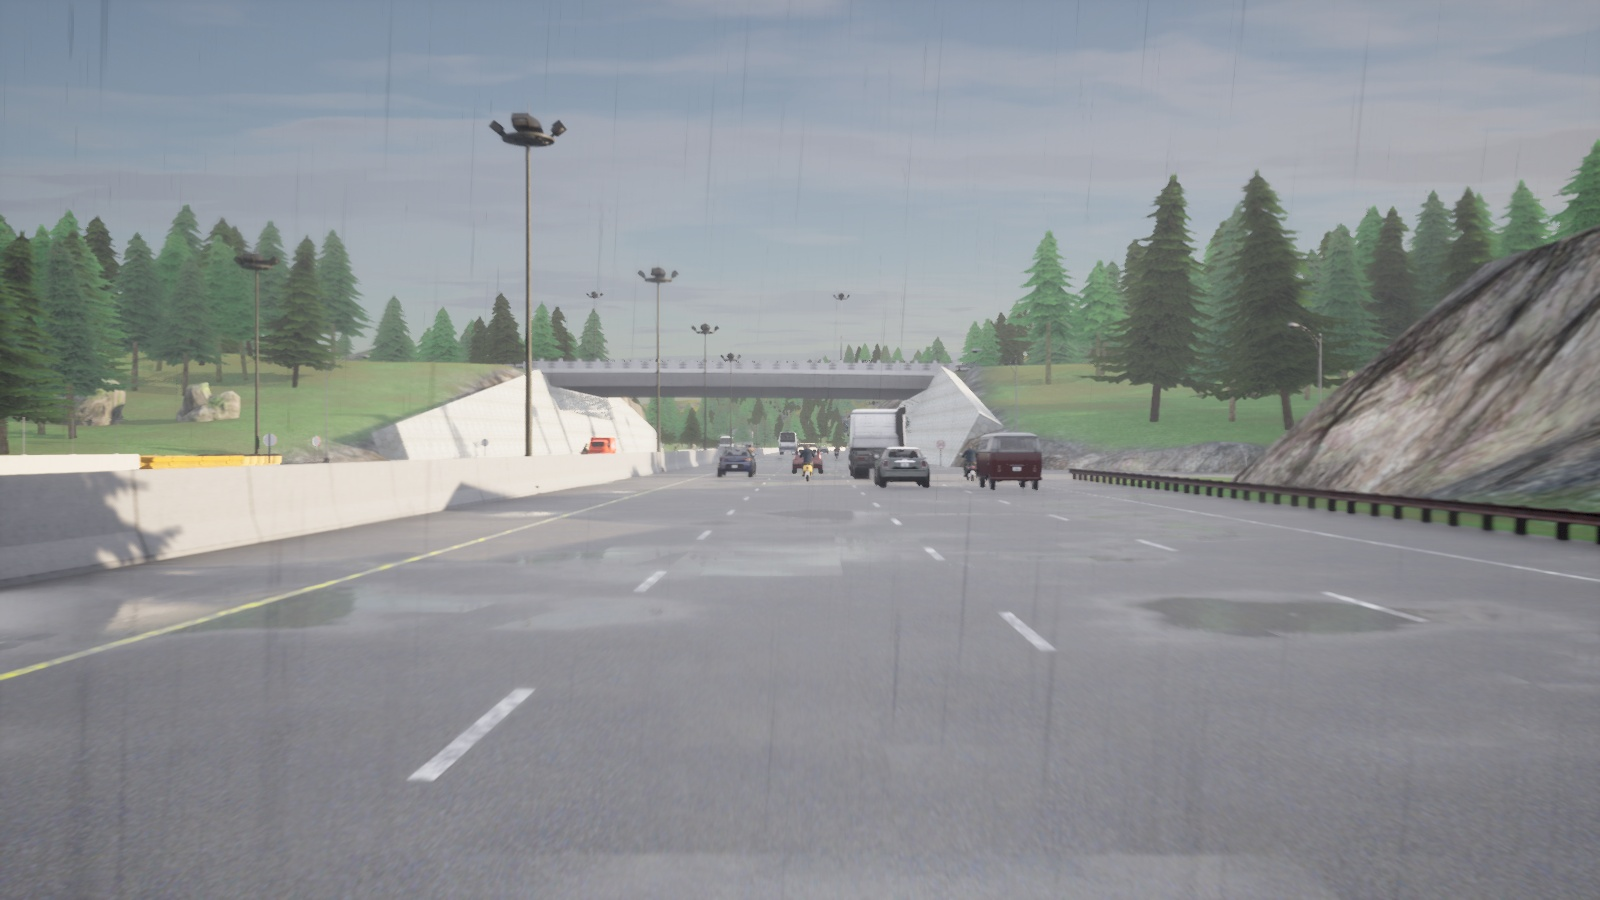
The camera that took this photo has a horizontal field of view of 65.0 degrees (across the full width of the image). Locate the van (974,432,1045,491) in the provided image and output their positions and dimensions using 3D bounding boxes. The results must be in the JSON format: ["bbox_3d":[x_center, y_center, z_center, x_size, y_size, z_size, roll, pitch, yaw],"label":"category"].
[{"bbox_3d":[7.268,0.382,43.884,1.775,1.987,4.442,0,0,0],"label":"van"}]

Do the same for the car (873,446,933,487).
[{"bbox_3d":[3.784,0.586,46.738,1.970,1.475,3.806,0,0,0],"label":"car"}]

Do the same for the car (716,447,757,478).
[{"bbox_3d":[-3.127,0.585,62.322,1.816,1.474,4.193,0,0,0],"label":"car"}]

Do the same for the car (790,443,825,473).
[{"bbox_3d":[0.418,0.451,70.129,1.851,1.617,3.988,0,0,0],"label":"car"}]

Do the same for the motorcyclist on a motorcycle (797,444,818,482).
[{"bbox_3d":[0.326,0.549,54.050,0.866,1.590,1.817,0,2,0],"label":"motorcyclist on a motorcycle"}]

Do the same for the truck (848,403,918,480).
[{"bbox_3d":[3.861,-0.398,60.050,2.891,3.462,7.936,0,0,0],"label":"truck"}]

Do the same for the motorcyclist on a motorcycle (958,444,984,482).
[{"bbox_3d":[7.325,0.557,53.843,0.866,1.590,1.817,0,0,0],"label":"motorcyclist on a motorcycle"}]
